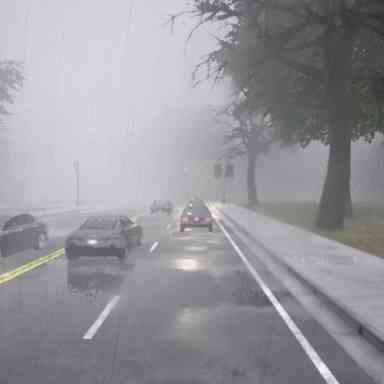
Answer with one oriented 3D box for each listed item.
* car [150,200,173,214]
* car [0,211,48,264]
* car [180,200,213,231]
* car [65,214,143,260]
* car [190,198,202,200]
[{"bbox_3d":[-2.861,1.409,32.402,1.895,1.301,4.718,0,0,1],"label":"car"},{"bbox_3d":[-6.494,1.442,11.009,1.837,1.490,4.892,0,0,1],"label":"car"},{"bbox_3d":[0.262,1.441,19.729,2.033,1.411,5.357,0,0,1],"label":"car"},{"bbox_3d":[-3.050,1.498,12.254,1.994,1.385,4.181,0,0,1],"label":"car"},{"bbox_3d":[0.423,1.350,36.164,1.994,1.385,4.181,0,0,1],"label":"car"}]
